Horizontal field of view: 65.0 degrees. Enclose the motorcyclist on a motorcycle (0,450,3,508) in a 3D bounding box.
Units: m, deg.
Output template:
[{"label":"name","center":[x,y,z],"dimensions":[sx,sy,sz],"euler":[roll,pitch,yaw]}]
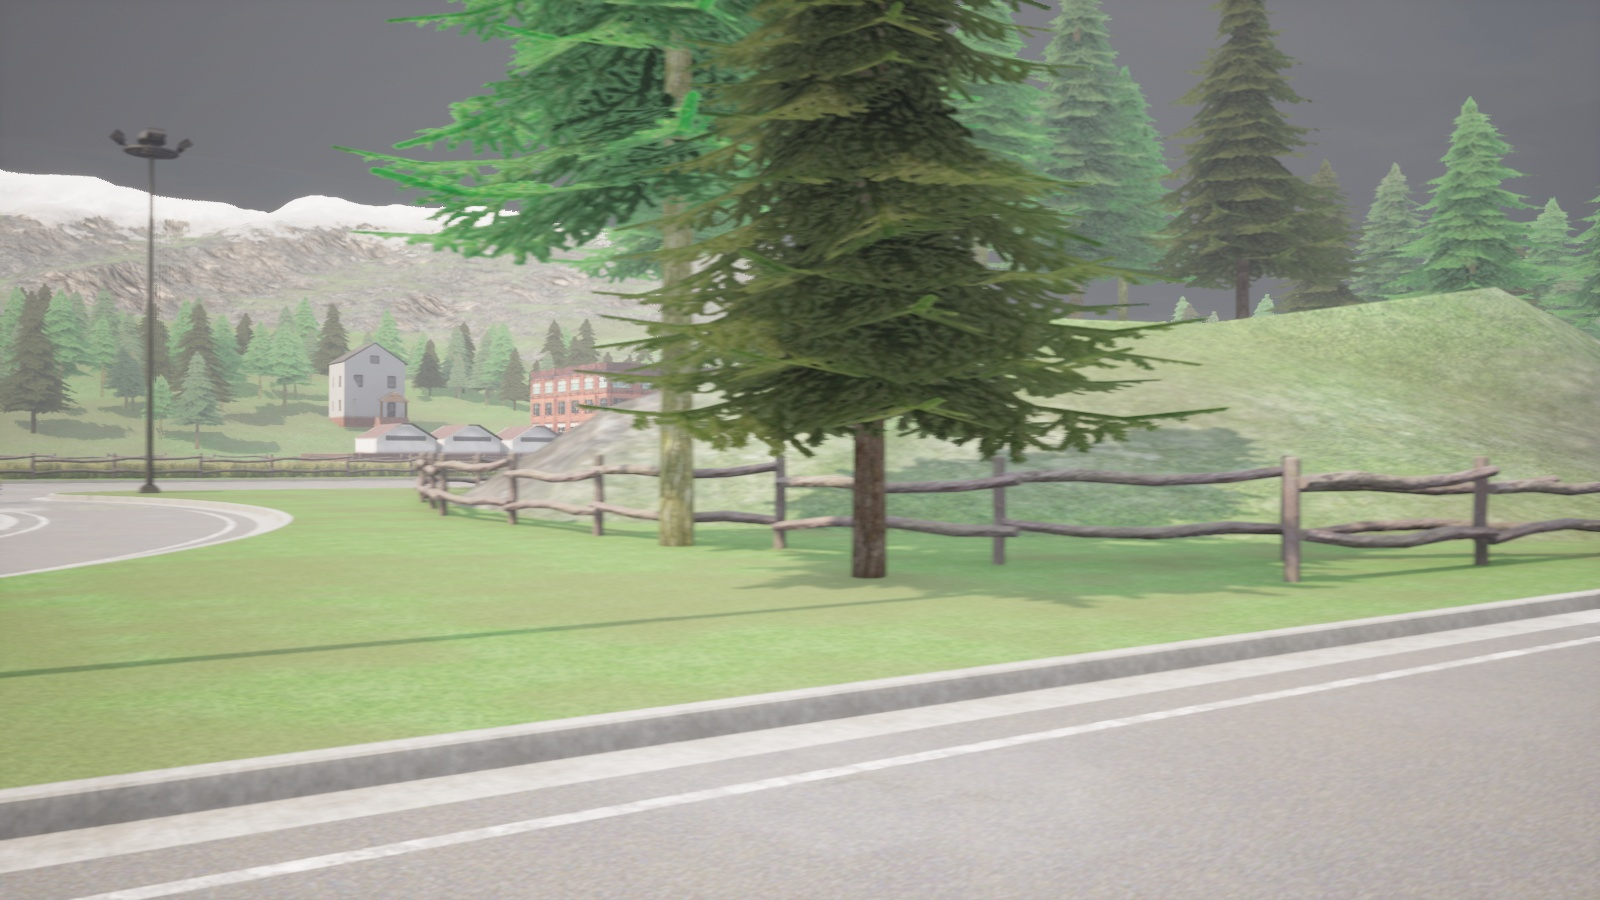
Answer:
[{"label":"motorcyclist on a motorcycle","center":[-23.899,0.836,35.938],"dimensions":[2.350,1.649,0.766],"euler":[0,0,27]}]
